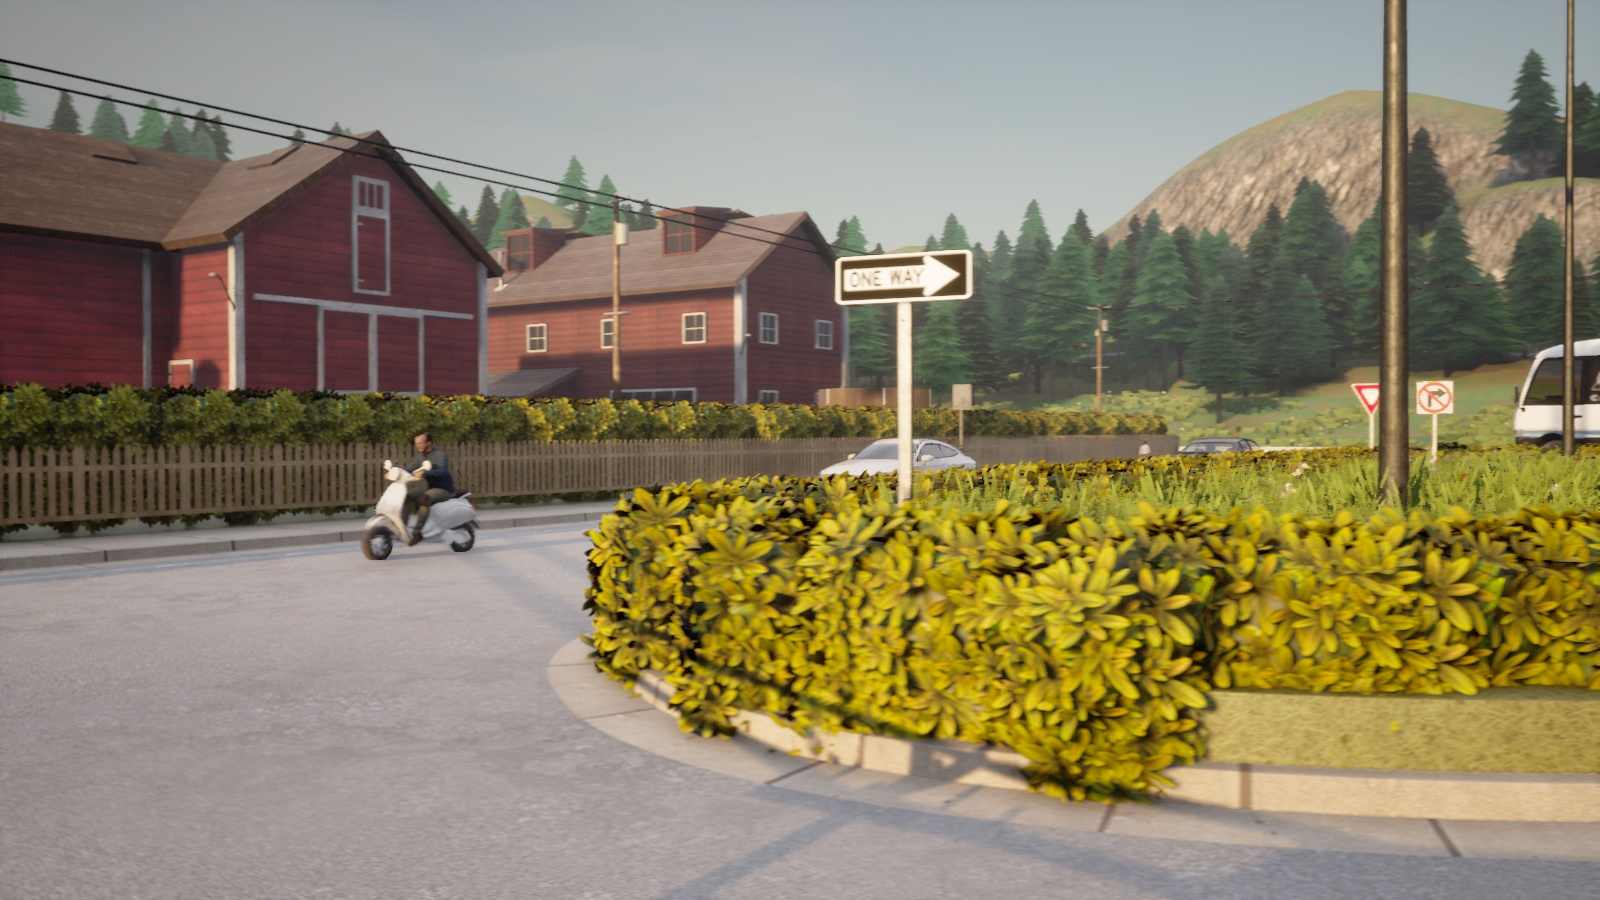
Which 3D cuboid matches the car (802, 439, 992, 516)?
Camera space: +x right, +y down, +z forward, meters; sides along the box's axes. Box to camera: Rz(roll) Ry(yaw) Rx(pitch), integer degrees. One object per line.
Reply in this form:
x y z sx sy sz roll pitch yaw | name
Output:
2.119 0.495 26.093 1.812 1.442 4.674 1 1 35 | car

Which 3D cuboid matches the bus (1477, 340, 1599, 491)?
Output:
24.821 -0.931 34.715 3.944 4.253 10.273 0 1 -26 | bus

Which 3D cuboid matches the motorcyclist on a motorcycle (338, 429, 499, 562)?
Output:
-4.835 0.534 16.014 0.866 1.590 1.817 1 1 35 | motorcyclist on a motorcycle

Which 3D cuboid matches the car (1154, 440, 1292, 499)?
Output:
11.279 0.455 33.207 2.033 1.411 5.357 1 1 35 | car
